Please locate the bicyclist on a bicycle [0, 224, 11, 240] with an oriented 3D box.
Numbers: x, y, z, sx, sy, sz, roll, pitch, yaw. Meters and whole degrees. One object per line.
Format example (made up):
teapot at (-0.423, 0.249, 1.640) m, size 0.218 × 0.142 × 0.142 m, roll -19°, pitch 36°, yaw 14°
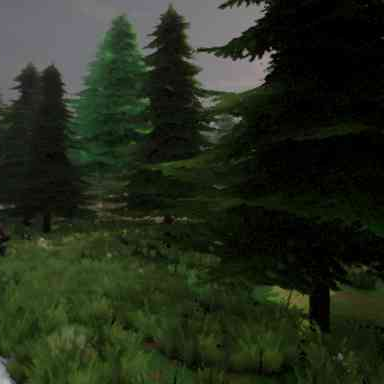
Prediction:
bicyclist on a bicycle at (-6.601, 1.685, 11.083) m, size 1.656 × 1.620 × 0.582 m, roll 9°, pitch -6°, yaw -43°
